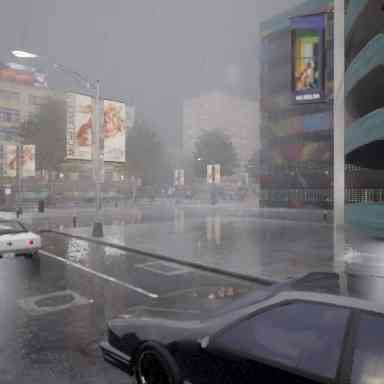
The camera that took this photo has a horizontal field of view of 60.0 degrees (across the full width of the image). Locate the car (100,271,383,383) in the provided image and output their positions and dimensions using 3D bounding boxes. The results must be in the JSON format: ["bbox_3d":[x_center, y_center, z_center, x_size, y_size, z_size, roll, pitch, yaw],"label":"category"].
[{"bbox_3d":[1.479,1.547,3.105,5.357,1.411,2.033,0,0,37],"label":"car"}]

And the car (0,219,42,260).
[{"bbox_3d":[-6.978,1.601,11.574,1.895,1.301,4.718,0,0,-43],"label":"car"}]

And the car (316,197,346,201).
[{"bbox_3d":[17.422,1.320,42.551,4.674,1.452,2.002,0,0,-42],"label":"car"}]
